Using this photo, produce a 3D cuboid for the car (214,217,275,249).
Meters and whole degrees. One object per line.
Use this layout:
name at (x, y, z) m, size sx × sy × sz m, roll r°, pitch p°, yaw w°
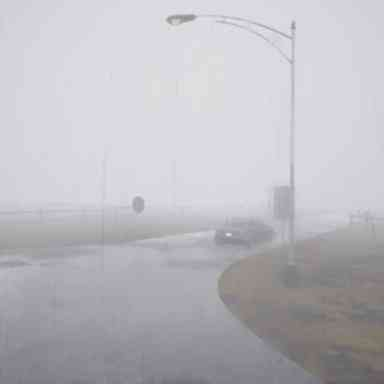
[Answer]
car at (2.852, 2.030, 17.428) m, size 1.994 × 1.385 × 4.181 m, roll 1°, pitch -1°, yaw 34°
